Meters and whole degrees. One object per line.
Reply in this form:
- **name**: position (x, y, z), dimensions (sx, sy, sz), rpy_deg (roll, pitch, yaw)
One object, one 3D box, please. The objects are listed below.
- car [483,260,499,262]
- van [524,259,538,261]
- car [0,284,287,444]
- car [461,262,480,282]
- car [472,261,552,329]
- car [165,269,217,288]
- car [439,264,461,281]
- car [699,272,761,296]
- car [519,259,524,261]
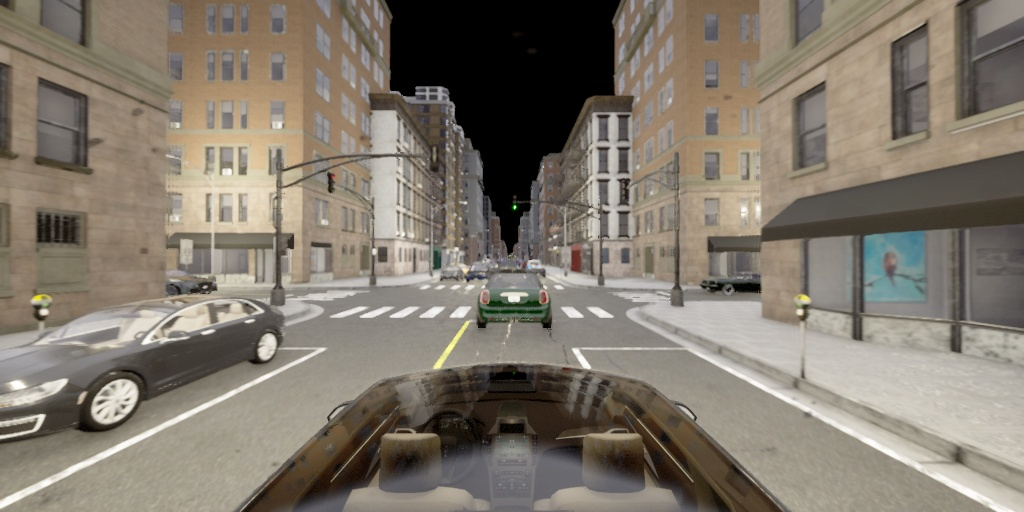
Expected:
- **car**: position (-2.847, 1.546, 41.918), dimensions (1.837, 1.490, 4.892), rpy_deg (0, 0, 0)
- **van**: position (2.646, 1.392, 43.161), dimensions (1.690, 1.789, 3.998), rpy_deg (0, 0, 0)
- **car**: position (-5.388, 1.328, 5.474), dimensions (2.007, 1.370, 4.403), rpy_deg (0, 0, 0)
- **car**: position (-2.869, 1.515, 31.623), dimensions (2.033, 1.411, 5.357), rpy_deg (0, 0, 1)
- **car**: position (0.073, 1.173, 11.658), dimensions (2.097, 1.767, 4.553), rpy_deg (0, 0, 0)
- **car**: position (-17.141, 1.341, 17.716), dimensions (4.181, 1.385, 1.994), rpy_deg (0, 0, 0)
- **car**: position (-5.386, 1.523, 32.349), dimensions (2.007, 1.370, 4.403), rpy_deg (0, 0, 0)
- **car**: position (13.499, 1.572, 20.709), dimensions (4.718, 1.301, 1.895), rpy_deg (0, 0, 0)
- **car**: position (2.653, 1.484, 59.379), dimensions (2.192, 1.841, 5.009), rpy_deg (0, 0, 0)
